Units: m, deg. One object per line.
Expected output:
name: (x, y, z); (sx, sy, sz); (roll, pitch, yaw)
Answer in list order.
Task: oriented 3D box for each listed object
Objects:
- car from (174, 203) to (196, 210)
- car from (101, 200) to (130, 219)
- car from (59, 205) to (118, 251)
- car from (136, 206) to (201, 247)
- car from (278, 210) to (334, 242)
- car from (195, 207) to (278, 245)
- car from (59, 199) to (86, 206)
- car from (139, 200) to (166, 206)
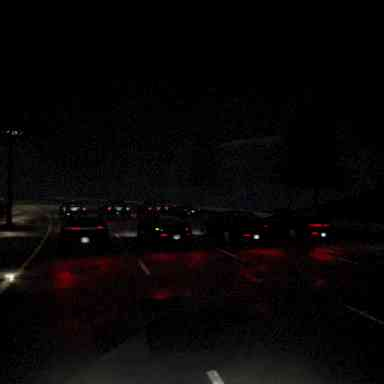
car: (-0.725, 1.804, 33.013); (1.994, 1.385, 4.181); (1, 0, -24)
car: (-7.025, 1.486, 29.974); (2.097, 1.767, 4.553); (1, -1, -24)
car: (-4.641, 1.541, 14.333); (2.128, 1.511, 4.902); (1, 0, -19)
car: (-1.353, 1.626, 15.532); (1.812, 1.442, 4.674); (1, 0, -19)
car: (5.305, 1.710, 17.695); (1.837, 1.490, 4.892); (1, 0, -19)
car: (1.992, 1.659, 16.568); (1.837, 1.490, 4.892); (1, 0, -19)
car: (-10.222, 1.433, 28.550); (2.097, 1.767, 4.553); (1, -1, -24)
car: (-3.828, 1.538, 31.395); (2.097, 1.767, 4.553); (1, -1, -24)
